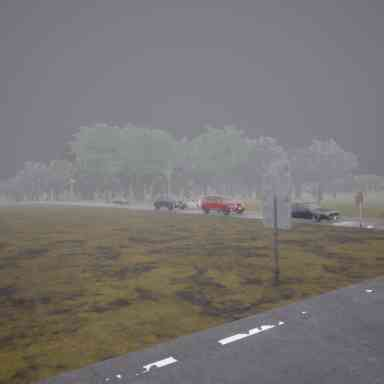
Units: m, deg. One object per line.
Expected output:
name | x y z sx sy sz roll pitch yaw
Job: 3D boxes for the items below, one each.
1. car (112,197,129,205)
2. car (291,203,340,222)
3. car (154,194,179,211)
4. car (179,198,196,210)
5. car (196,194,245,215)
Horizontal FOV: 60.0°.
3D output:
car | -13.848 1.769 64.406 2.128 1.511 4.902 -2 0 -36
car | 9.260 1.606 27.350 2.033 1.411 5.357 -2 1 -36
car | -3.061 1.362 44.417 2.150 2.045 5.566 -2 1 -36
car | 0.729 1.569 44.203 1.812 1.442 4.674 -2 1 -36
car | 3.202 1.304 35.732 2.150 2.045 5.566 -2 1 -35
